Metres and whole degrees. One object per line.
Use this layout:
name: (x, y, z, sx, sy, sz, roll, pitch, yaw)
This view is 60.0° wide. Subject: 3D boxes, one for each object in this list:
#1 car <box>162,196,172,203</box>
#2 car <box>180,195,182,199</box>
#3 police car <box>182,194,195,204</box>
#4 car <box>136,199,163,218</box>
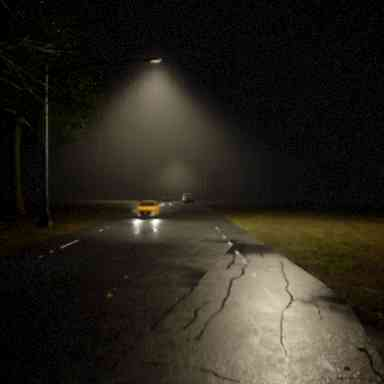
car: (-5.351, 1.526, 71.148, 1.882, 1.535, 5.008, 0, 0, -3)
car: (-1.026, 1.368, 75.471, 2.150, 2.045, 5.566, 0, 0, -3)
police car: (-0.524, 1.536, 65.536, 1.930, 1.638, 5.238, 0, 0, -3)
car: (-3.960, 1.519, 30.458, 1.882, 1.535, 5.008, 0, 0, -1)
